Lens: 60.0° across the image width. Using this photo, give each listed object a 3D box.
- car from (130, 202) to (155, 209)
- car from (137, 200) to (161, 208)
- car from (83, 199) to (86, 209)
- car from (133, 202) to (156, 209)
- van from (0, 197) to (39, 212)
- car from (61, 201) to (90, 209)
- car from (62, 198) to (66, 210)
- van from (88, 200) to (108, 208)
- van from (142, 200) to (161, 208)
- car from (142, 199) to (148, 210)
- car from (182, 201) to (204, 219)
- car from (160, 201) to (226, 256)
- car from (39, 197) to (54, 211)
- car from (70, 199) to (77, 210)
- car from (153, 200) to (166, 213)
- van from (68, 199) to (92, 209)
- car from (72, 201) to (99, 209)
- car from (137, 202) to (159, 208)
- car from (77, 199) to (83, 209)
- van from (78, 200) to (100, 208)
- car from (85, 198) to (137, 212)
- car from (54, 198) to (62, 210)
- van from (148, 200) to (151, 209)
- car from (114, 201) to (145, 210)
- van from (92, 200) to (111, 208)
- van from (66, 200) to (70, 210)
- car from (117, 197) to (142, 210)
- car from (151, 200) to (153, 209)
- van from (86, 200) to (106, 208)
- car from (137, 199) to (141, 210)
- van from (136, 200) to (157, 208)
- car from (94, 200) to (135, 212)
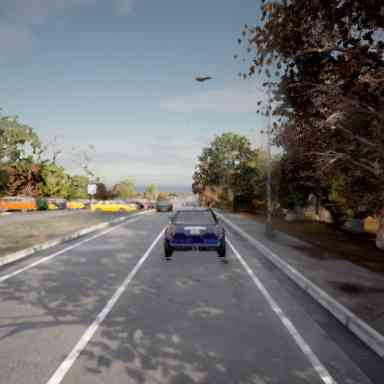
[{"bbox_3d":[-10.292,2.775,69.564,4.792,1.488,2.163,0,-2,0],"label":"car"},{"bbox_3d":[-10.344,2.902,80.657,5.566,2.045,2.435,0,-3,0],"label":"car"},{"bbox_3d":[-23.399,2.555,64.211,5.008,1.535,2.097,0,-2,0],"label":"car"},{"bbox_3d":[-10.323,2.884,72.340,4.674,1.452,2.002,0,-2,0],"label":"car"},{"bbox_3d":[-23.532,1.664,44.720,4.442,1.987,1.878,0,-2,0],"label":"van"},{"bbox_3d":[-23.397,2.655,66.980,4.892,1.521,2.231,0,-2,0],"label":"car"},{"bbox_3d":[-23.404,2.164,53.136,4.892,1.521,2.231,0,-2,0],"label":"car"},{"bbox_3d":[-23.511,3.077,83.579,4.442,1.987,1.878,0,-3,0],"label":"van"},{"bbox_3d":[-10.198,3.070,83.428,4.442,1.987,1.878,0,-3,0],"label":"van"},{"bbox_3d":[-10.302,1.905,52.929,5.566,2.045,2.435,0,-2,0],"label":"car"},{"bbox_3d":[0.099,1.640,30.875,1.837,1.490,4.892,0,-1,0],"label":"car"},{"bbox_3d":[0.100,1.335,13.089,2.097,1.767,4.553,0,0,0],"label":"car"},{"bbox_3d":[-23.441,1.724,47.612,5.566,2.045,2.435,0,-2,0],"label":"car"},{"bbox_3d":[-23.376,2.234,58.678,4.553,1.767,2.185,0,-2,0],"label":"car"},{"bbox_3d":[-3.338,1.822,41.399,1.882,1.535,5.008,0,-1,0],"label":"car"},{"bbox_3d":[-23.518,2.526,69.756,4.442,1.987,1.878,0,-2,0],"label":"van"},{"bbox_3d":[-23.215,2.847,72.518,5.366,1.575,1.946,0,-2,0],"label":"car"},{"bbox_3d":[-10.347,3.070,77.895,4.792,1.488,2.163,0,-2,0],"label":"car"},{"bbox_3d":[-23.401,2.453,61.317,5.008,1.535,2.097,0,-2,0],"label":"car"},{"bbox_3d":[-23.282,2.722,75.292,4.442,1.987,1.878,0,-2,0],"label":"van"},{"bbox_3d":[-10.151,1.809,41.836,5.366,1.575,1.946,0,-2,0],"label":"car"},{"bbox_3d":[-23.226,2.064,50.371,5.366,1.575,1.946,0,-2,0],"label":"car"},{"bbox_3d":[-10.443,2.225,61.251,4.442,1.987,1.878,0,-2,0],"label":"van"},{"bbox_3d":[-10.358,2.283,55.694,4.792,1.488,2.163,0,-2,0],"label":"car"},{"bbox_3d":[-23.510,3.214,86.221,4.442,1.987,1.878,0,-3,0],"label":"van"},{"bbox_3d":[-23.525,2.036,55.913,4.442,1.987,1.878,0,-2,0],"label":"van"},{"bbox_3d":[-10.363,1.935,50.154,4.553,1.767,2.185,0,-2,0],"label":"car"},{"bbox_3d":[-10.330,2.549,64.018,5.008,1.535,2.097,0,-2,0],"label":"car"},{"bbox_3d":[-23.279,2.928,80.680,4.442,1.987,1.878,0,-2,0],"label":"van"},{"bbox_3d":[-10.340,1.969,47.375,5.008,1.535,2.097,0,-2,0],"label":"car"},{"bbox_3d":[-10.202,2.716,75.123,4.442,1.987,1.878,0,-2,0],"label":"van"},{"bbox_3d":[-10.340,1.888,44.604,4.892,1.521,2.231,0,-2,0],"label":"car"}]
